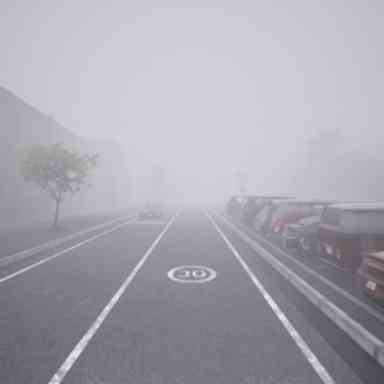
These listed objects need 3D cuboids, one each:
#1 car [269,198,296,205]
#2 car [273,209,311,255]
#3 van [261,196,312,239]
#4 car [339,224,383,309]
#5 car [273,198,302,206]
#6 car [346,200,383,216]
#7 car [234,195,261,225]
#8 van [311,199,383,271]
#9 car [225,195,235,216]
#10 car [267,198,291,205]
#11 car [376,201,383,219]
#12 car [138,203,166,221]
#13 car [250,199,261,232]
[{"bbox_3d":[18.696,1.988,68.708,4.892,1.521,2.231,0,-1,0],"label":"car"},{"bbox_3d":[5.593,1.489,11.428,4.892,1.521,2.231,0,0,0],"label":"car"},{"bbox_3d":[5.480,1.268,14.232,4.442,1.987,1.878,0,0,0],"label":"van"},{"bbox_3d":[5.600,1.477,5.821,5.008,1.535,2.097,0,0,0],"label":"car"},{"bbox_3d":[18.705,1.949,65.435,5.008,1.535,2.097,0,-1,0],"label":"car"},{"bbox_3d":[18.673,1.591,33.803,5.008,1.535,2.097,0,-1,0],"label":"car"},{"bbox_3d":[5.622,1.256,19.837,5.566,2.045,2.435,0,0,0],"label":"car"},{"bbox_3d":[5.718,1.257,8.626,4.442,1.987,1.878,0,0,0],"label":"van"},{"bbox_3d":[5.623,1.297,28.247,5.566,2.045,2.435,0,0,0],"label":"car"},{"bbox_3d":[18.701,2.065,71.983,4.674,1.452,2.002,0,-1,0],"label":"car"},{"bbox_3d":[18.680,1.547,28.234,5.008,1.535,2.097,0,0,0],"label":"car"},{"bbox_3d":[-3.251,1.631,27.691,1.994,1.385,4.181,0,0,0],"label":"car"},{"bbox_3d":[5.563,1.373,17.036,4.553,1.767,2.185,0,0,0],"label":"car"}]
